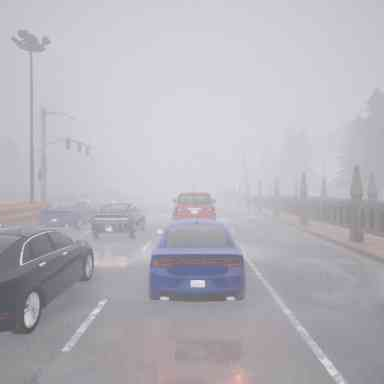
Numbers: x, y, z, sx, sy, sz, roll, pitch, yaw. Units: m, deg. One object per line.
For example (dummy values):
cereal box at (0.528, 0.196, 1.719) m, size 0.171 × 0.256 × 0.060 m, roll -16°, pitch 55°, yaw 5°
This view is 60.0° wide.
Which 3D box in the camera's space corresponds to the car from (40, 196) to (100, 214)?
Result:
car at (-6.867, 1.221, 19.072) m, size 1.882 × 1.535 × 5.008 m, roll 0°, pitch 1°, yaw 0°

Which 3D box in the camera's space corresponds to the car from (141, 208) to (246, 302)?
car at (0.102, 1.385, 8.176) m, size 1.882 × 1.535 × 5.008 m, roll 0°, pitch 1°, yaw 0°

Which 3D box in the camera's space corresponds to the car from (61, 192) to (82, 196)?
car at (-20.896, 0.706, 56.597) m, size 1.812 × 1.442 × 4.674 m, roll 0°, pitch 1°, yaw 1°

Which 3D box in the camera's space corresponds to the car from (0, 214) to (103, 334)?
car at (-3.400, 1.436, 6.590) m, size 1.837 × 1.490 × 4.892 m, roll 0°, pitch 1°, yaw 0°

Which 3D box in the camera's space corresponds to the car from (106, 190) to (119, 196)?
car at (-20.706, 0.264, 87.080) m, size 2.033 × 1.411 × 5.357 m, roll 0°, pitch 1°, yaw 0°

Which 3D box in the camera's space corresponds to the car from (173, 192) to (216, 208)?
car at (0.126, 0.981, 18.044) m, size 2.150 × 2.045 × 5.566 m, roll 0°, pitch 1°, yaw 0°

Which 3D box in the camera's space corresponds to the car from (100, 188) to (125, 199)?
car at (-13.894, 0.377, 58.340) m, size 2.150 × 2.045 × 5.566 m, roll 0°, pitch 1°, yaw 0°

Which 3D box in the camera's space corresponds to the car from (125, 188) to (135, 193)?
car at (-13.776, 0.225, 68.662) m, size 2.150 × 2.045 × 5.566 m, roll 0°, pitch 1°, yaw 0°

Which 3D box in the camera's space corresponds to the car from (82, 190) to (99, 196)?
car at (-20.786, 0.388, 66.251) m, size 2.097 × 1.767 × 4.553 m, roll 0°, pitch 1°, yaw 0°

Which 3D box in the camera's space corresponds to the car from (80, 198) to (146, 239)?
car at (-3.377, 1.282, 15.998) m, size 2.128 × 1.511 × 4.902 m, roll 0°, pitch 1°, yaw 0°
